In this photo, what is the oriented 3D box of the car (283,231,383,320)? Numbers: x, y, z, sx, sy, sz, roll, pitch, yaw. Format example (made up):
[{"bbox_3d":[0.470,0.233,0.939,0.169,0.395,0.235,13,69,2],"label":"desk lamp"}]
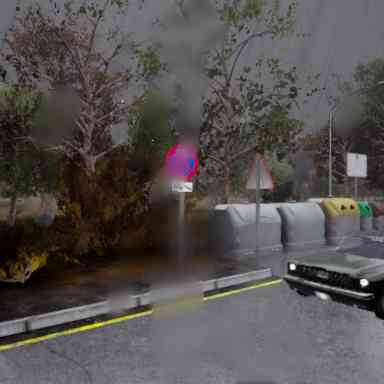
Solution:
[{"bbox_3d":[4.192,1.605,7.424,4.718,1.301,1.895,0,0,-36],"label":"car"}]
